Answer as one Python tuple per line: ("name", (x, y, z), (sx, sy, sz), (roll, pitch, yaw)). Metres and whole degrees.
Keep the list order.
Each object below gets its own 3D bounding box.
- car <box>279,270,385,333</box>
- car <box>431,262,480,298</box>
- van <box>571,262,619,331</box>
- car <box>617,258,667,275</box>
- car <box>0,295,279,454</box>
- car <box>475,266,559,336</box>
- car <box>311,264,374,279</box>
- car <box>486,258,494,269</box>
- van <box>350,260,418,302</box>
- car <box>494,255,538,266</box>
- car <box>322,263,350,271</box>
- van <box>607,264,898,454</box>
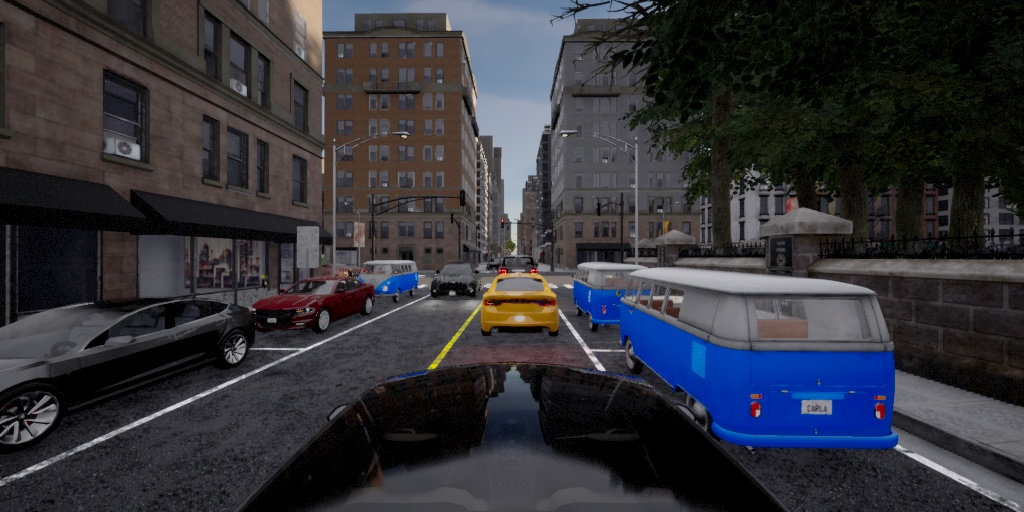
("car", (-5.697, 1.294, 10.818), (1.888, 1.381, 4.507), (0, 0, 1))
("car", (-2.726, 1.098, 18.391), (2.097, 1.767, 4.553), (0, 0, -1))
("van", (2.827, 1.089, 10.658), (1.690, 1.789, 3.998), (0, 0, 1))
("car", (13.851, 1.093, 38.367), (4.553, 1.767, 2.097), (0, 0, 0))
("car", (-5.809, 1.315, 5.159), (1.948, 1.339, 4.313), (0, 0, 1))
("car", (0.224, 1.226, 10.405), (1.882, 1.535, 5.008), (0, 0, 1))
("car", (-15.028, 1.344, 31.899), (4.718, 1.301, 1.895), (0, 0, -1))
("car", (-2.311, 1.085, 49.610), (2.097, 1.767, 4.553), (0, 0, 2))
("van", (-5.584, 1.087, 16.477), (1.690, 1.789, 3.998), (0, 0, 1))
("car", (0.328, 0.965, 20.361), (2.150, 2.045, 5.566), (0, 0, 0))
("car", (-15.450, 1.257, 28.604), (4.674, 1.442, 1.812), (0, 0, 0))
("van", (2.714, 1.090, 5.001), (1.690, 1.789, 3.998), (0, 0, 1))
